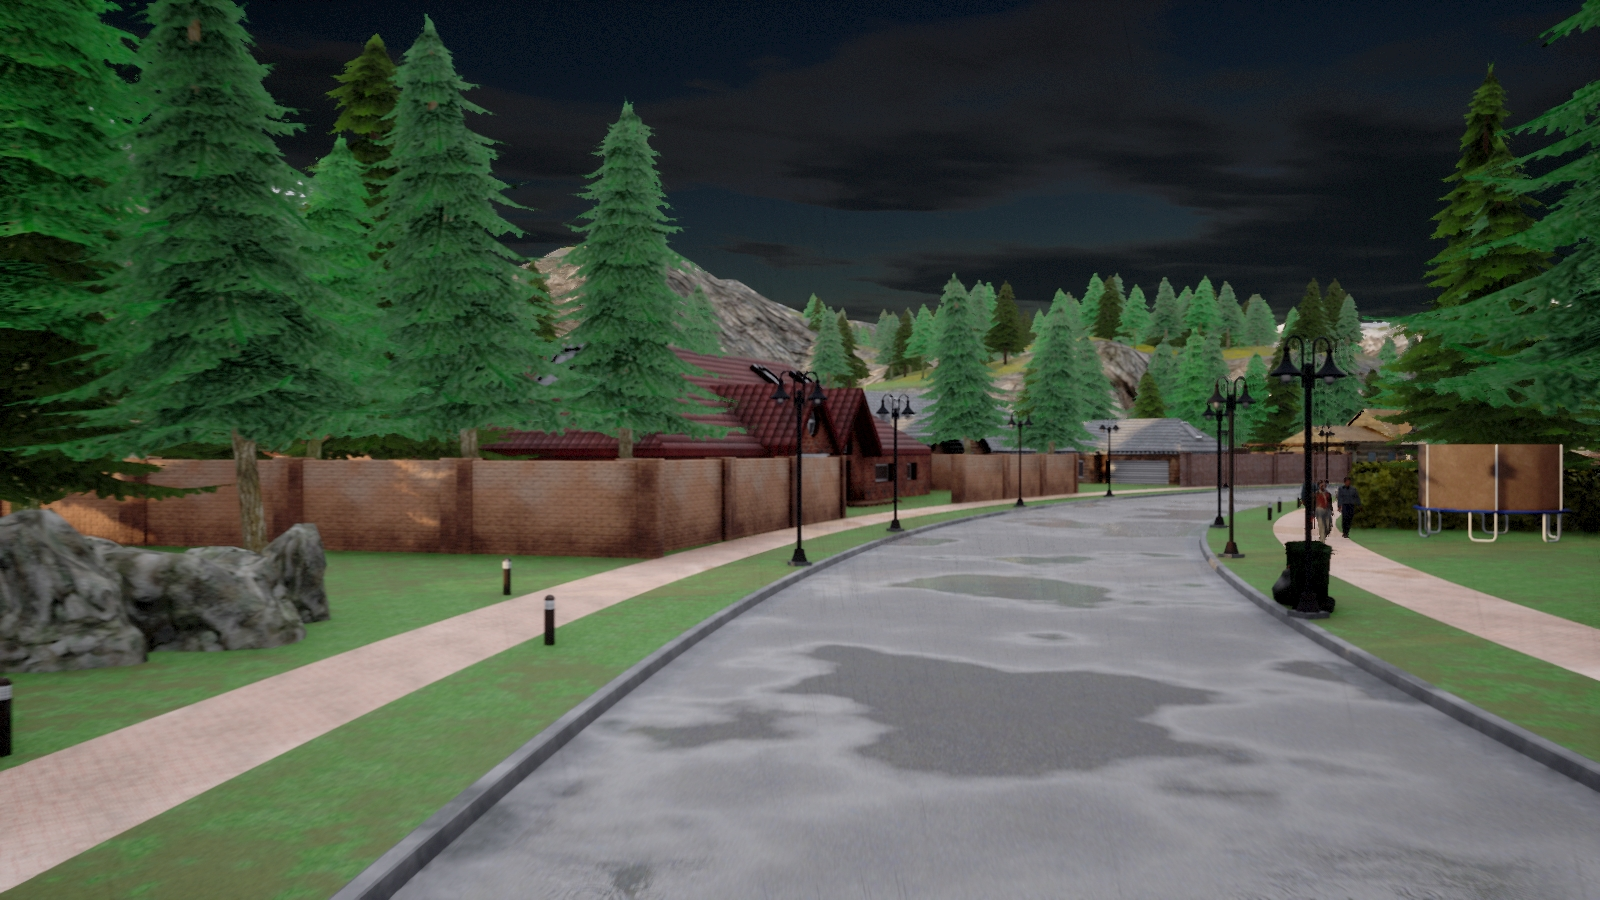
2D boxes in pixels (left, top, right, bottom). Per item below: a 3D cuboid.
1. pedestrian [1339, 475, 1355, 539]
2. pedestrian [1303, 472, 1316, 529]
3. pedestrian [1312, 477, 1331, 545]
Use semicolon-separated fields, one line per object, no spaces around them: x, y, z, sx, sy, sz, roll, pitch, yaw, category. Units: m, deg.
16.090;1.668;33.608;0.375;1.860;0.375;0;0;19;pedestrian
16.839;1.668;37.757;0.375;1.860;0.375;0;0;19;pedestrian
14.286;1.668;31.289;0.375;1.860;0.375;0;0;3;pedestrian
